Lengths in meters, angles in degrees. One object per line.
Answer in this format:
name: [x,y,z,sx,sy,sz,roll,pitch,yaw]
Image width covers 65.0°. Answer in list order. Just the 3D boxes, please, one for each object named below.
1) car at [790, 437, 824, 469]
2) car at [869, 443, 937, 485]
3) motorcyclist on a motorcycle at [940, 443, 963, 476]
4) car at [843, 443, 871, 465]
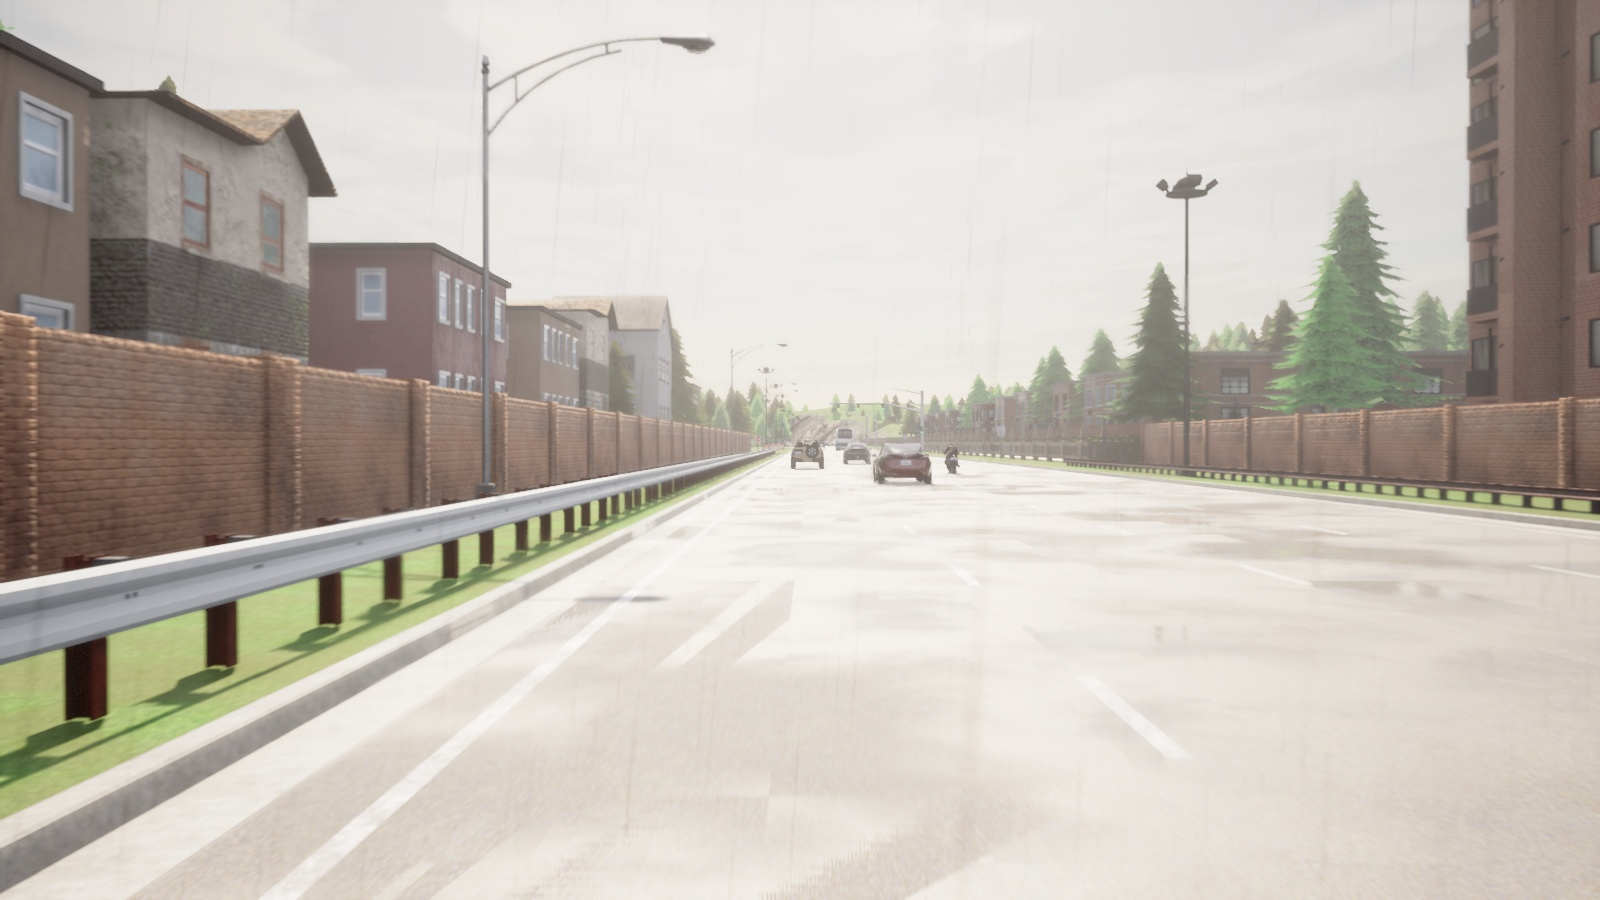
car: [0.434,0.150,73.651,1.932,1.855,4.605,0,0,0]
car: [3.782,0.486,46.877,2.163,1.488,4.792,0,0,0]
motorcyclist on a motorcycle: [7.362,0.445,60.971,0.866,1.530,2.191,0,0,0]
car: [4.024,0.252,89.494,1.837,1.490,4.892,0,0,0]
